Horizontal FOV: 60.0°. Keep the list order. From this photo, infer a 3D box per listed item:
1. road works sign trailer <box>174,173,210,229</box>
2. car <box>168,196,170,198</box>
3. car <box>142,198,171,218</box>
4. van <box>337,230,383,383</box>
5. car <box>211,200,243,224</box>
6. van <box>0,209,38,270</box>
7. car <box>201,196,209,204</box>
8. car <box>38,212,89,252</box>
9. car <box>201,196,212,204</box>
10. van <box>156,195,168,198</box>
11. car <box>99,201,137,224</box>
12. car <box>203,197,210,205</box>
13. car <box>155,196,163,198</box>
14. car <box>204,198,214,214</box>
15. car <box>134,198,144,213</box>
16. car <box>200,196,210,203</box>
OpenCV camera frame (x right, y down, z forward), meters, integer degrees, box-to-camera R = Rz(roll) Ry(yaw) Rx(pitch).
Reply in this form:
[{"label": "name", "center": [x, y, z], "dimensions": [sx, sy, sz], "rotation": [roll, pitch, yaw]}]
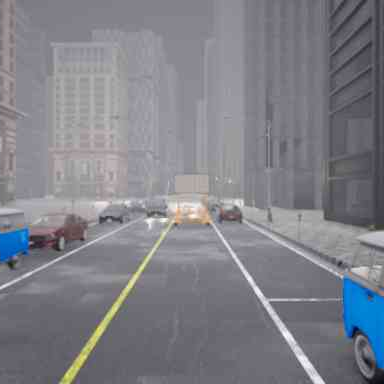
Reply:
[{"label": "road works sign trailer", "center": [-0.001, 0.508, 22.132], "dimensions": [2.380, 3.560, 2.880], "rotation": [0, 0, 0]}, {"label": "car", "center": [-5.770, 1.667, 76.160], "dimensions": [2.008, 1.369, 4.403], "rotation": [0, 0, 0]}, {"label": "car", "center": [-3.101, 1.608, 31.332], "dimensions": [2.033, 1.411, 5.357], "rotation": [0, 0, 0]}, {"label": "van", "center": [2.759, 1.347, 2.833], "dimensions": [1.690, 1.788, 3.998], "rotation": [0, 0, 0]}, {"label": "car", "center": [2.759, 1.594, 25.395], "dimensions": [1.887, 1.381, 4.507], "rotation": [0, 0, 0]}, {"label": "van", "center": [-5.766, 1.358, 8.470], "dimensions": [1.690, 1.788, 3.998], "rotation": [0, 0, 0]}, {"label": "car", "center": [2.757, 1.619, 53.768], "dimensions": [1.752, 1.417, 4.829], "rotation": [0, 0, 0]}, {"label": "car", "center": [-5.766, 1.573, 14.110], "dimensions": [1.887, 1.381, 4.507], "rotation": [0, 0, 0]}, {"label": "car", "center": [2.756, 1.546, 64.881], "dimensions": [1.967, 1.590, 4.097], "rotation": [0, 0, 0]}, {"label": "van", "center": [-5.769, 1.441, 59.238], "dimensions": [1.690, 1.788, 3.998], "rotation": [0, 0, 0]}, {"label": "car", "center": [-5.767, 1.616, 25.392], "dimensions": [1.947, 1.339, 4.313], "rotation": [0, 0, 0]}, {"label": "car", "center": [2.758, 1.644, 42.317], "dimensions": [1.947, 1.339, 4.313], "rotation": [0, 0, 0]}, {"label": "car", "center": [-5.768, 1.652, 47.956], "dimensions": [1.947, 1.339, 4.313], "rotation": [0, 0, 0]}, {"label": "car", "center": [2.758, 1.620, 36.676], "dimensions": [2.008, 1.369, 4.403], "rotation": [0, 0, 0]}, {"label": "car", "center": [-5.768, 1.509, 36.673], "dimensions": [1.967, 1.590, 4.097], "rotation": [0, 0, 0]}, {"label": "car", "center": [2.756, 1.662, 70.521], "dimensions": [2.008, 1.369, 4.403], "rotation": [0, 0, 0]}]
